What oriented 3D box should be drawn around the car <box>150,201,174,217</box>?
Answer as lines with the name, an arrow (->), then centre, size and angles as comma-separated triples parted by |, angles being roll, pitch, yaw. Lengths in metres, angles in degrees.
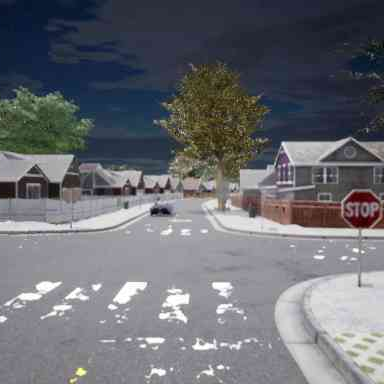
car -> -2.748, 1.523, 30.716 | 1.895, 1.301, 4.718 | 0, 0, 0
